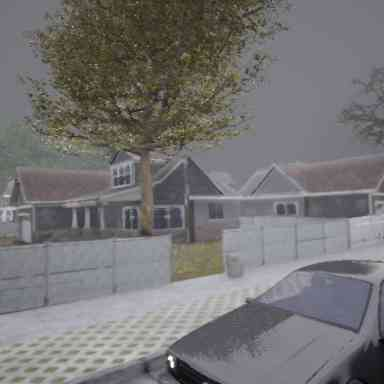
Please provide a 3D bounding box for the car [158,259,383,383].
[{"bbox_3d":[2.217,1.726,4.615,5.357,1.411,2.033,0,-4,-36],"label":"car"}]
